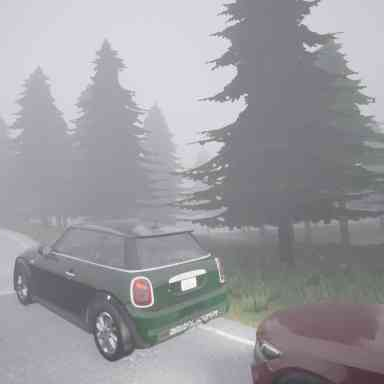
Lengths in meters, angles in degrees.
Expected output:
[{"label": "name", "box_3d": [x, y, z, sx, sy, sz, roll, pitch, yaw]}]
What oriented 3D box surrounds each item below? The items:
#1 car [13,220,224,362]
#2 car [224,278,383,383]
[{"label": "car", "box_3d": [-1.577, 1.309, 6.208, 4.553, 1.767, 2.097, 1, 1, 44]}, {"label": "car", "box_3d": [2.757, 1.532, 2.592, 4.674, 1.442, 1.812, 1, 0, 36]}]
